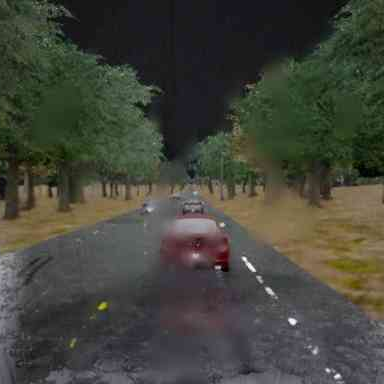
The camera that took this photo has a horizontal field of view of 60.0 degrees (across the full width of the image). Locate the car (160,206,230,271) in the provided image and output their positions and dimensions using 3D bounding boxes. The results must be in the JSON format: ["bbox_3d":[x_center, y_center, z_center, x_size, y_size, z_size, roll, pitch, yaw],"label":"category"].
[{"bbox_3d":[0.092,1.462,10.855,1.882,1.535,5.008,0,1,0],"label":"car"}]

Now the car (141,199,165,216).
[{"bbox_3d":[-3.590,1.389,31.042,2.128,1.511,4.902,0,0,0],"label":"car"}]

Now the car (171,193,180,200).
[{"bbox_3d":[-3.482,0.968,72.288,1.882,1.535,5.008,0,1,0],"label":"car"}]

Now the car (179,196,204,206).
[{"bbox_3d":[0.105,1.387,31.423,2.128,1.511,4.902,0,0,0],"label":"car"}]
